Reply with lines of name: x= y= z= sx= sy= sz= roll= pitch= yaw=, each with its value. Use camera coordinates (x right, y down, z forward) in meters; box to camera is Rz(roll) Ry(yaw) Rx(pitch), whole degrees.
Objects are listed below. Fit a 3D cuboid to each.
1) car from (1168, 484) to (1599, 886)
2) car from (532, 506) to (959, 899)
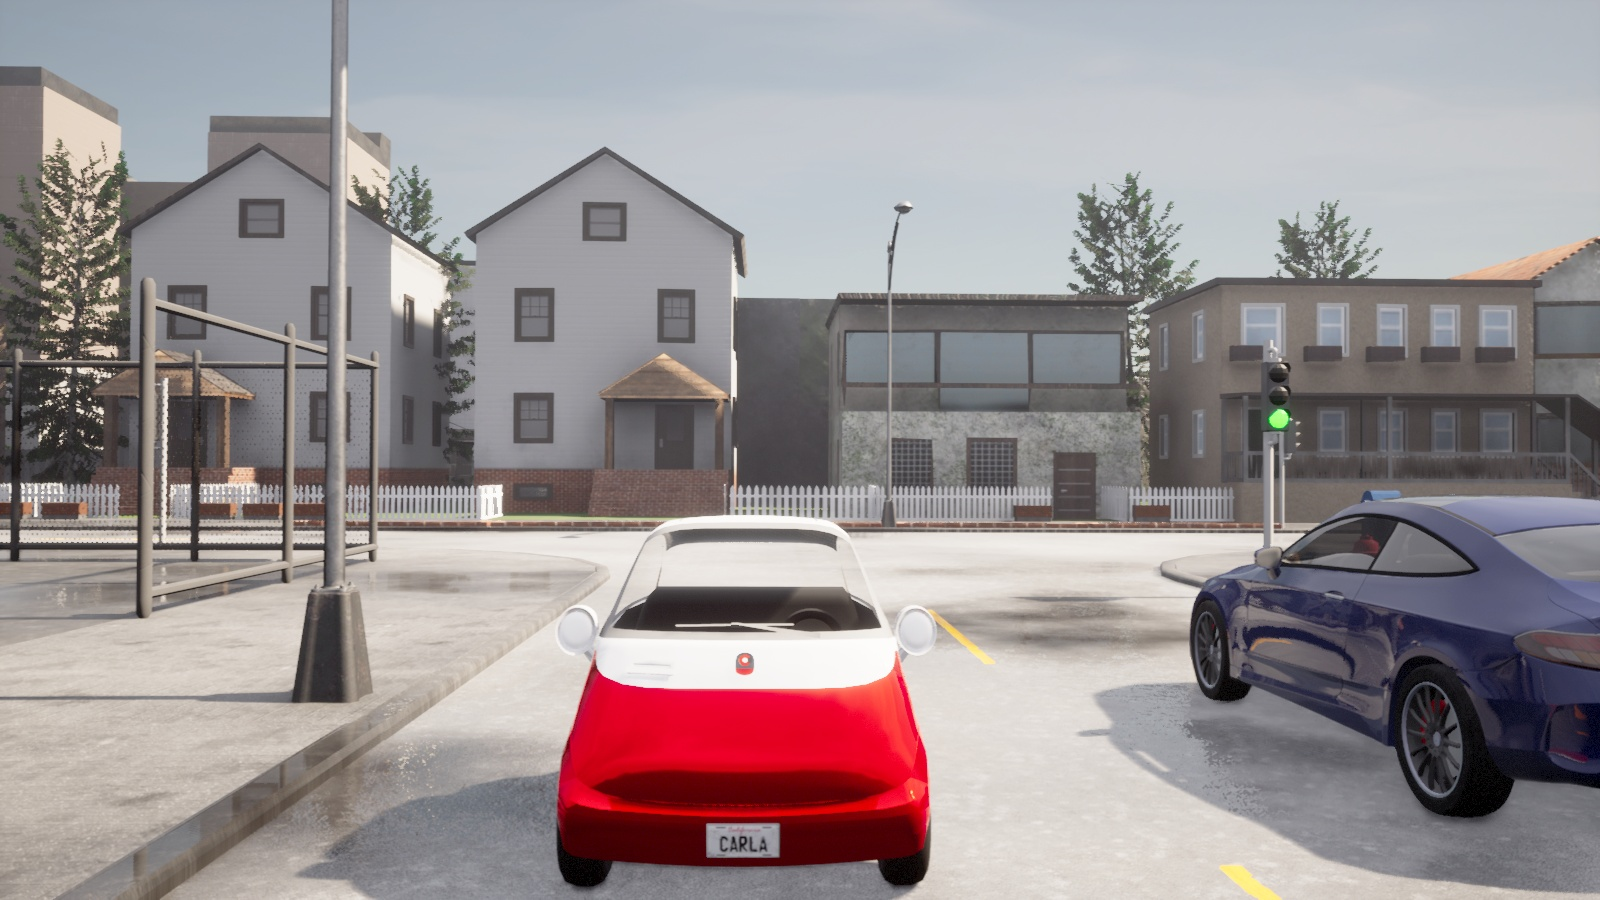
car: x=3.741 y=0.942 z=7.065 sx=1.812 sy=1.442 sz=4.674 roll=0 pitch=-1 yaw=-2
car: x=-0.213 y=0.960 z=5.470 sx=1.481 sy=1.376 sz=2.207 roll=0 pitch=-1 yaw=-1
